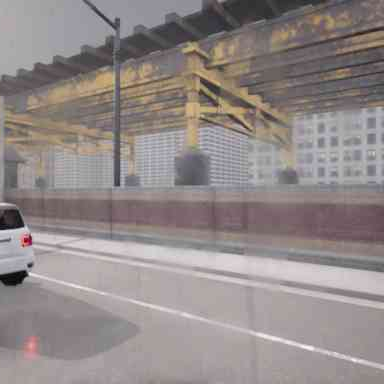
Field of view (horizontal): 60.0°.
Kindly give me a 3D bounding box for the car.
[{"bbox_3d":[-6.186,1.242,8.314,5.566,2.045,2.150,0,0,36],"label":"car"}]
